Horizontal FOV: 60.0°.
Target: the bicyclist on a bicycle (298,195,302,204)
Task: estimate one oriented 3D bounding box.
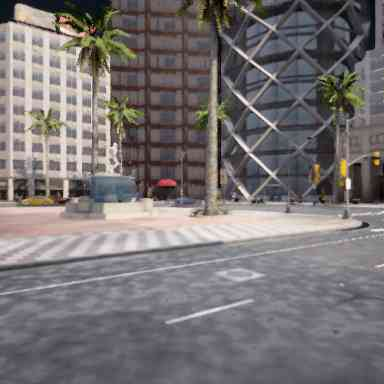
[{"bbox_3d":[18.408,1.291,56.611,0.582,1.620,1.656,0,0,42],"label":"bicyclist on a bicycle"}]

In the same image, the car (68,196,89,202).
[{"bbox_3d":[-16.913,1.343,54.429,5.357,1.411,2.033,0,0,-4],"label":"car"}]

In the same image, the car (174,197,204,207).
[{"bbox_3d":[-0.451,1.520,51.467,4.674,1.442,1.812,0,0,22],"label":"car"}]

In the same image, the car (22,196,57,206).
[{"bbox_3d":[-26.075,1.476,56.394,5.008,1.535,1.882,0,0,-15],"label":"car"}]

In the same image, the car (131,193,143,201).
[{"bbox_3d":[-11.697,1.216,61.328,5.566,2.045,2.150,0,0,4],"label":"car"}]

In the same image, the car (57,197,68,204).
[{"bbox_3d":[-22.904,1.598,60.767,4.718,1.301,1.895,0,0,-10],"label":"car"}]
